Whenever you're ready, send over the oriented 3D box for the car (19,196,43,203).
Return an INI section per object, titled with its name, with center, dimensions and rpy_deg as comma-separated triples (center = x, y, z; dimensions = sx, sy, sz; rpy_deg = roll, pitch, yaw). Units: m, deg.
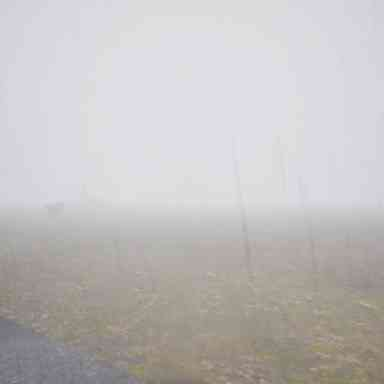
[car]
center = -35.536, 1.603, 73.605
dimensions = 1.882, 1.535, 5.008
rpy_deg = 0, 0, 34
